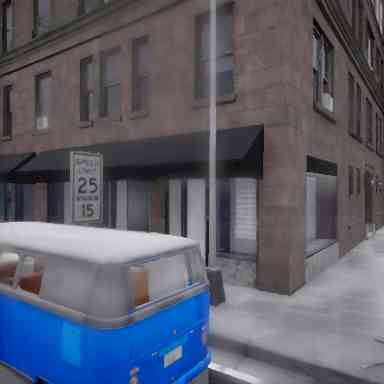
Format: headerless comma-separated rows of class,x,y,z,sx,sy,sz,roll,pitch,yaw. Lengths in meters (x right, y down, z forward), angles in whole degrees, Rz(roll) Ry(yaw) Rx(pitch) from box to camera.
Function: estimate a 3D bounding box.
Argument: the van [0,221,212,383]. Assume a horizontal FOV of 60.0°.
van,-1.685,1.340,4.276,3.998,1.788,1.690,0,0,36
